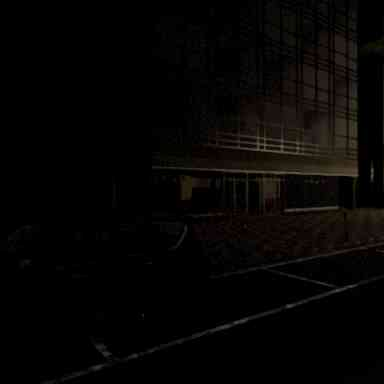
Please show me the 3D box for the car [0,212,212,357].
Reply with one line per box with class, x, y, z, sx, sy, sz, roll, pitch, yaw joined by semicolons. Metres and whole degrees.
car;-1.961;1.305;5.249;5.009;1.841;2.192;0;0;-36
